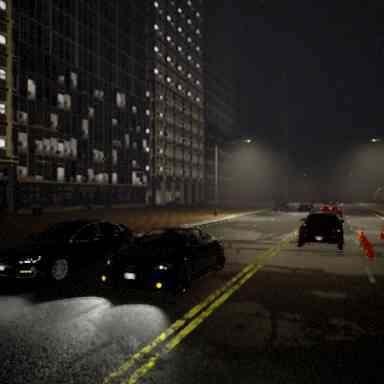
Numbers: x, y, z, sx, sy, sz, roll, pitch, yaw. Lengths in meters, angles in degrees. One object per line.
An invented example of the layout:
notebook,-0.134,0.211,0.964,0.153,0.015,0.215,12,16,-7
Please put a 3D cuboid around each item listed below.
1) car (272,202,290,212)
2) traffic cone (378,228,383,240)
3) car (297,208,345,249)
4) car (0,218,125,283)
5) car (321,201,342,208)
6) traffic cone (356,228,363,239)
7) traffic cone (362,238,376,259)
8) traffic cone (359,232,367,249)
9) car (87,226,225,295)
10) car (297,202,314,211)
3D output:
car,12.761,2.070,47.422,2.033,1.411,5.357,0,-1,24
traffic cone,9.798,2.150,17.162,0.340,0.580,0.340,0,-1,24
car,6.068,1.698,15.562,1.812,1.442,4.674,0,-1,24
car,-3.596,1.608,10.227,1.837,1.490,4.892,0,-1,24
car,15.237,1.760,36.417,2.097,1.767,4.553,0,-1,24
traffic cone,8.077,2.133,15.734,0.340,0.580,0.340,0,-1,24
traffic cone,6.467,2.092,12.072,0.340,0.580,0.340,0,-1,24
traffic cone,7.272,2.112,13.903,0.340,0.580,0.340,0,-1,24
car,-0.558,1.659,9.062,1.994,1.385,4.181,0,-1,24
car,15.684,2.112,45.991,1.895,1.301,4.718,0,-1,24
